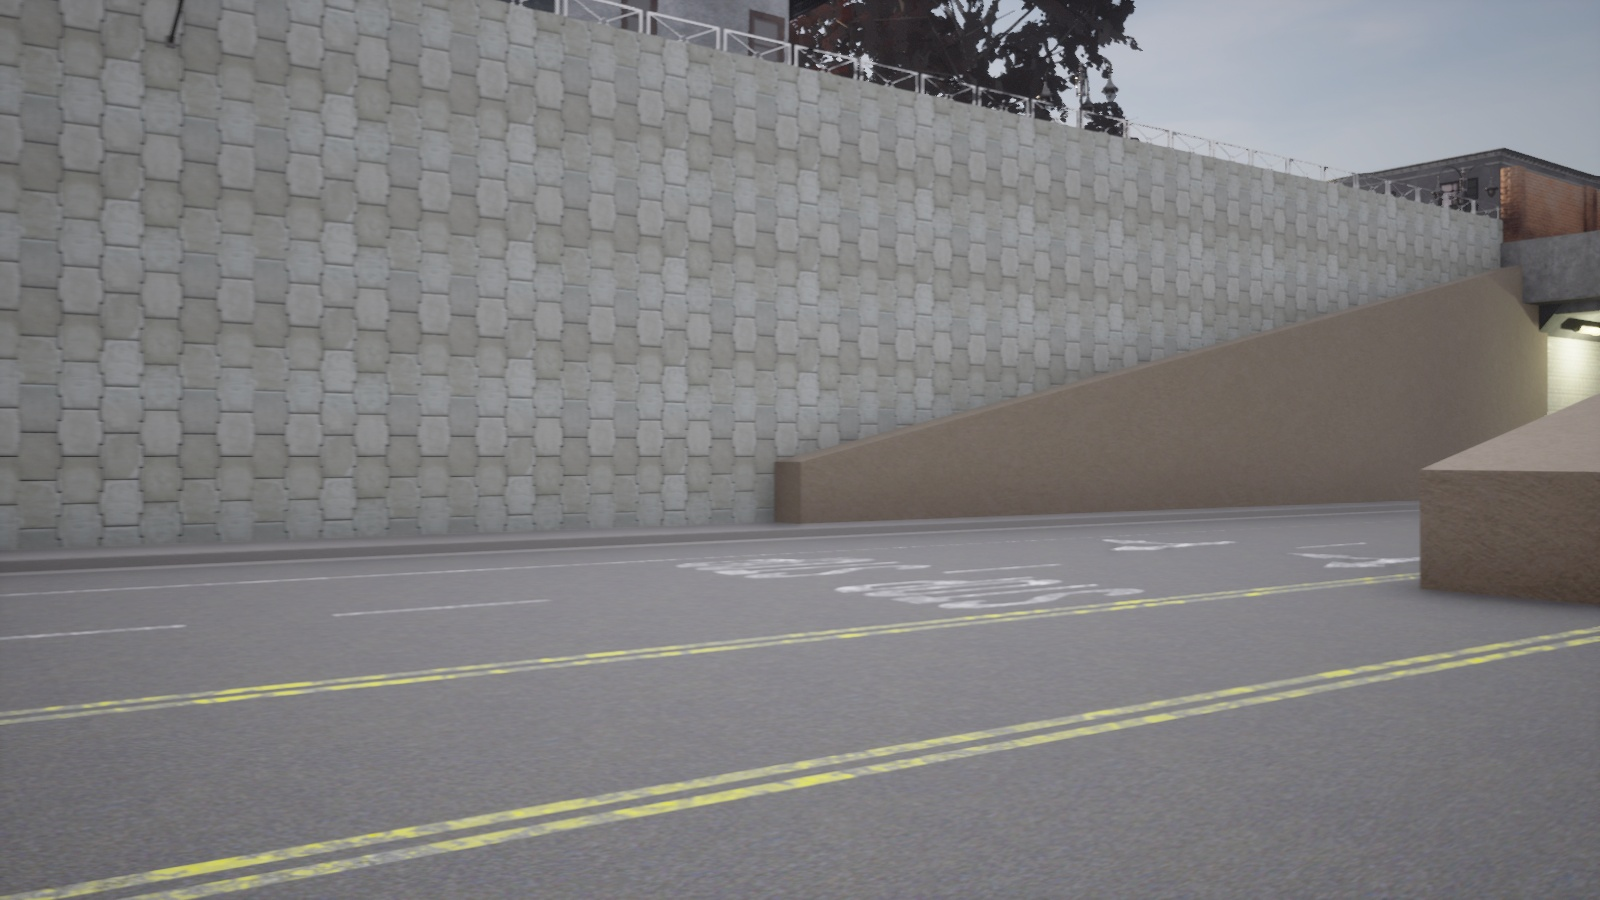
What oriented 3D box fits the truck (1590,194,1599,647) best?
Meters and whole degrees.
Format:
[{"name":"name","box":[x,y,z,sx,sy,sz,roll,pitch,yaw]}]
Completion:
[{"name":"truck","box":[10.171,-0.232,10.744,7.936,3.462,2.891,0,0,-35]}]
